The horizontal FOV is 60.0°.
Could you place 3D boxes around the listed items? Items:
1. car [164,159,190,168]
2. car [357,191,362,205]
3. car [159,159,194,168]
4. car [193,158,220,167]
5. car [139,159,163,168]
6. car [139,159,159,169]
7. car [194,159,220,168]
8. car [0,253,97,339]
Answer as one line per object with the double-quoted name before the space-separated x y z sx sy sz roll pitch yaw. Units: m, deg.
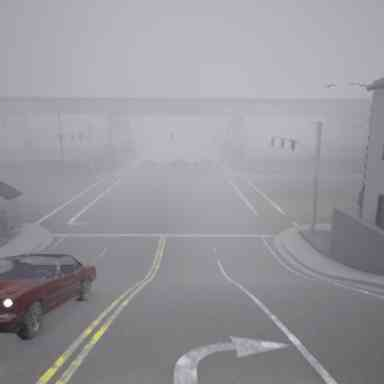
"car" -2.691 -5.208 59.982 4.536 1.218 1.853 -8 14 -35
"car" 18.152 0.664 30.398 5.566 2.045 2.150 0 11 1
"car" -2.733 -5.048 59.983 4.974 1.542 2.038 -8 14 -35
"car" 2.594 -5.357 60.716 4.536 1.218 1.853 6 13 28
"car" -7.378 -5.212 60.006 4.536 1.218 1.853 11 16 43
"car" -7.341 -5.051 60.002 4.974 1.542 2.038 11 16 43
"car" 2.639 -5.197 60.723 4.974 1.542 2.038 6 13 28
"car" -3.643 2.068 7.366 1.895 1.301 4.718 0 -6 0
